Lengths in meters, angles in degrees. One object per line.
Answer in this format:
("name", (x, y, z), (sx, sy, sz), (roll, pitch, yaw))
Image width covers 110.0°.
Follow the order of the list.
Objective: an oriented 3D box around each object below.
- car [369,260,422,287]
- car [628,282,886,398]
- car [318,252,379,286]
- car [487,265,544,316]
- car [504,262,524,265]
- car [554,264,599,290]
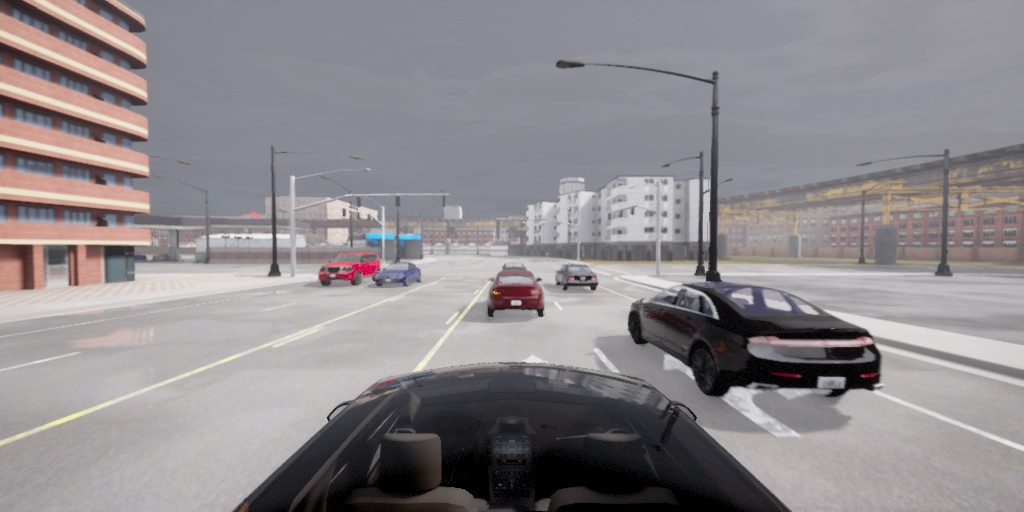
("car", (-6.964, 1.101, 22.536), (1.812, 1.442, 4.674), (0, 0, 1))
("car", (3.609, 1.214, 6.470), (2.128, 1.511, 4.902), (0, 0, 0))
("car", (-10.452, 0.771, 23.671), (2.150, 2.045, 5.566), (0, 0, 0))
("car", (0.117, 1.207, 12.921), (1.812, 1.442, 4.674), (0, 0, 0))
("car", (0.110, 1.121, 27.508), (1.895, 1.301, 4.718), (0, 1, -1))
("car", (3.645, 1.157, 20.905), (2.033, 1.411, 5.357), (0, 1, 0))
